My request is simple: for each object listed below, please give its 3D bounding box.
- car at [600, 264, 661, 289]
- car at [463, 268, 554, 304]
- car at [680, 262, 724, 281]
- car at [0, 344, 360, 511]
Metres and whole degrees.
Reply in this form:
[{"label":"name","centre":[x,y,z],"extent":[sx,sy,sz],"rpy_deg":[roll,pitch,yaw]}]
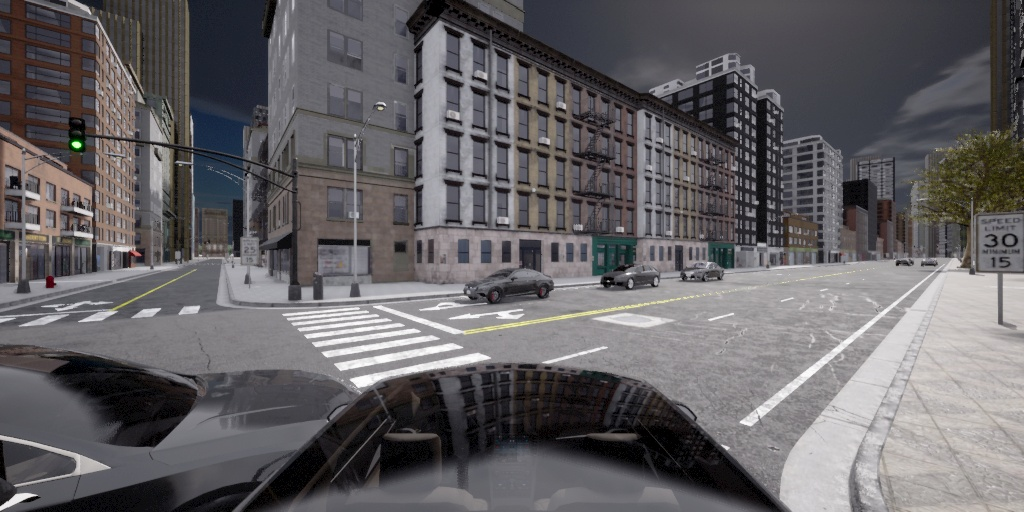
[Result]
[{"label":"car","centre":[7.652,1.258,22.972],"extent":[4.892,1.490,1.837],"rpy_deg":[0,0,-39]},{"label":"car","centre":[-0.039,1.287,16.748],"extent":[4.674,1.442,1.812],"rpy_deg":[0,0,-39]},{"label":"car","centre":[15.662,1.236,29.443],"extent":[4.902,1.511,2.128],"rpy_deg":[0,0,-39]},{"label":"car","centre":[-3.222,1.257,1.776],"extent":[4.892,1.490,1.837],"rpy_deg":[0,0,-35]}]
